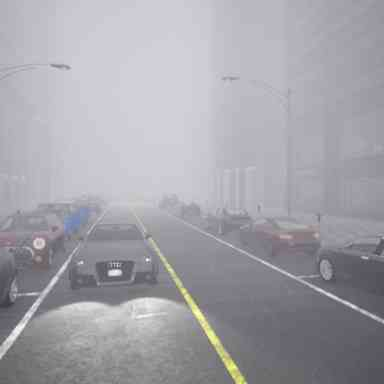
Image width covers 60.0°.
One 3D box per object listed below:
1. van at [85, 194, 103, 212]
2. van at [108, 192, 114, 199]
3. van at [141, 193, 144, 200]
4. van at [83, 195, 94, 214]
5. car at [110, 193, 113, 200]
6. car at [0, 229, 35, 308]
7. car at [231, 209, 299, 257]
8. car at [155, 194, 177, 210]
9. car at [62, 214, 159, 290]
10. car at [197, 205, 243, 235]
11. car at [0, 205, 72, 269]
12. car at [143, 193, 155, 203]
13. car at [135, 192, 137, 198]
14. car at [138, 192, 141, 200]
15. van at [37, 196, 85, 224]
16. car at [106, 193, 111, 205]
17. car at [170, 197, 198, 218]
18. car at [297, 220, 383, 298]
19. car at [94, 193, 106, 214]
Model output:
[{"bbox_3d":[-11.157,1.208,38.129,1.690,1.788,3.998,0,0,-12],"label":"van"},{"bbox_3d":[-19.458,1.096,76.703,1.690,1.788,3.998,0,0,-12],"label":"van"},{"bbox_3d":[-8.755,1.093,67.487,1.690,1.788,3.998,0,0,-12],"label":"van"},{"bbox_3d":[-7.600,1.266,21.599,1.690,1.788,3.998,0,0,-12],"label":"van"},{"bbox_3d":[-17.085,1.351,65.683,1.947,1.339,4.313,0,0,-12],"label":"car"},{"bbox_3d":[-4.041,1.553,5.069,1.947,1.339,4.313,0,0,-12],"label":"car"},{"bbox_3d":[3.104,1.515,12.388,1.802,1.307,4.206,0,0,-12],"label":"car"},{"bbox_3d":[-2.826,1.149,39.937,2.192,1.841,5.009,0,0,-12],"label":"car"},{"bbox_3d":[-2.069,1.527,9.015,1.994,1.385,4.181,0,0,-13],"label":"car"},{"bbox_3d":[1.918,1.463,17.898,2.008,1.369,4.403,0,0,-12],"label":"car"},{"bbox_3d":[-5.228,1.406,10.579,1.967,1.590,4.097,0,0,-12],"label":"car"},{"bbox_3d":[-7.604,1.292,62.145,1.752,1.417,4.829,0,0,-12],"label":"car"},{"bbox_3d":[-13.497,1.242,89.529,2.008,1.369,4.403,0,0,-12],"label":"car"},{"bbox_3d":[-11.126,1.162,78.508,1.967,1.590,4.097,0,0,-12],"label":"car"},{"bbox_3d":[-6.414,1.286,16.088,1.690,1.788,3.998,0,0,-12],"label":"van"},{"bbox_3d":[-14.714,1.361,54.662,1.887,1.381,4.507,0,0,-12],"label":"car"},{"bbox_3d":[-0.453,1.417,28.918,1.887,1.381,4.507,0,0,-12],"label":"car"},{"bbox_3d":[4.290,1.505,6.878,2.008,1.369,4.403,0,0,-12],"label":"car"},{"bbox_3d":[-9.971,1.201,32.619,2.192,1.841,5.009,0,0,-12],"label":"car"}]
